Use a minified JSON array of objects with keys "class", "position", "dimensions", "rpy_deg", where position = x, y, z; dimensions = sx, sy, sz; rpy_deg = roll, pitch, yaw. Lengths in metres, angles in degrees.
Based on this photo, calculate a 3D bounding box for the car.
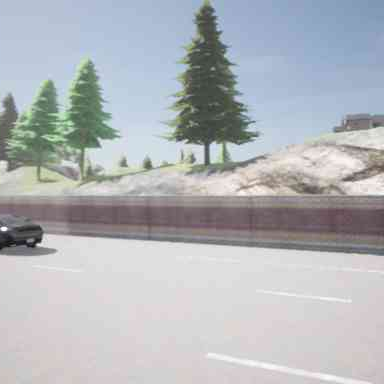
[{"class":"car","position":[-8.680,1.720,14.586],"dimensions":[4.892,1.490,1.837],"rpy_deg":[0,-1,27]}]
